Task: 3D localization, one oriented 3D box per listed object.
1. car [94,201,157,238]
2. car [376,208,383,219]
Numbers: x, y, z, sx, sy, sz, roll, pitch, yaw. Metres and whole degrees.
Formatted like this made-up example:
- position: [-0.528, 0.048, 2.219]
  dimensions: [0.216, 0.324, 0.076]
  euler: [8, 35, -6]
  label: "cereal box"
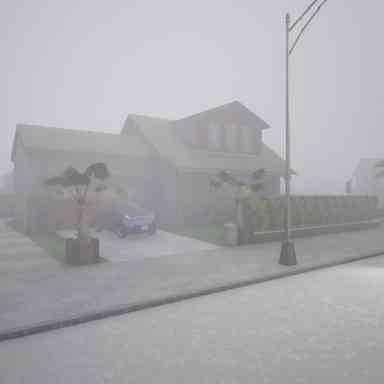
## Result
- position: [-3.079, 1.174, 15.254]
  dimensions: [1.845, 1.501, 3.633]
  euler: [0, 0, -38]
  label: "car"
- position: [14.269, 1.563, 28.402]
  dimensions: [1.994, 1.385, 4.181]
  euler: [0, 0, -35]
  label: "car"
